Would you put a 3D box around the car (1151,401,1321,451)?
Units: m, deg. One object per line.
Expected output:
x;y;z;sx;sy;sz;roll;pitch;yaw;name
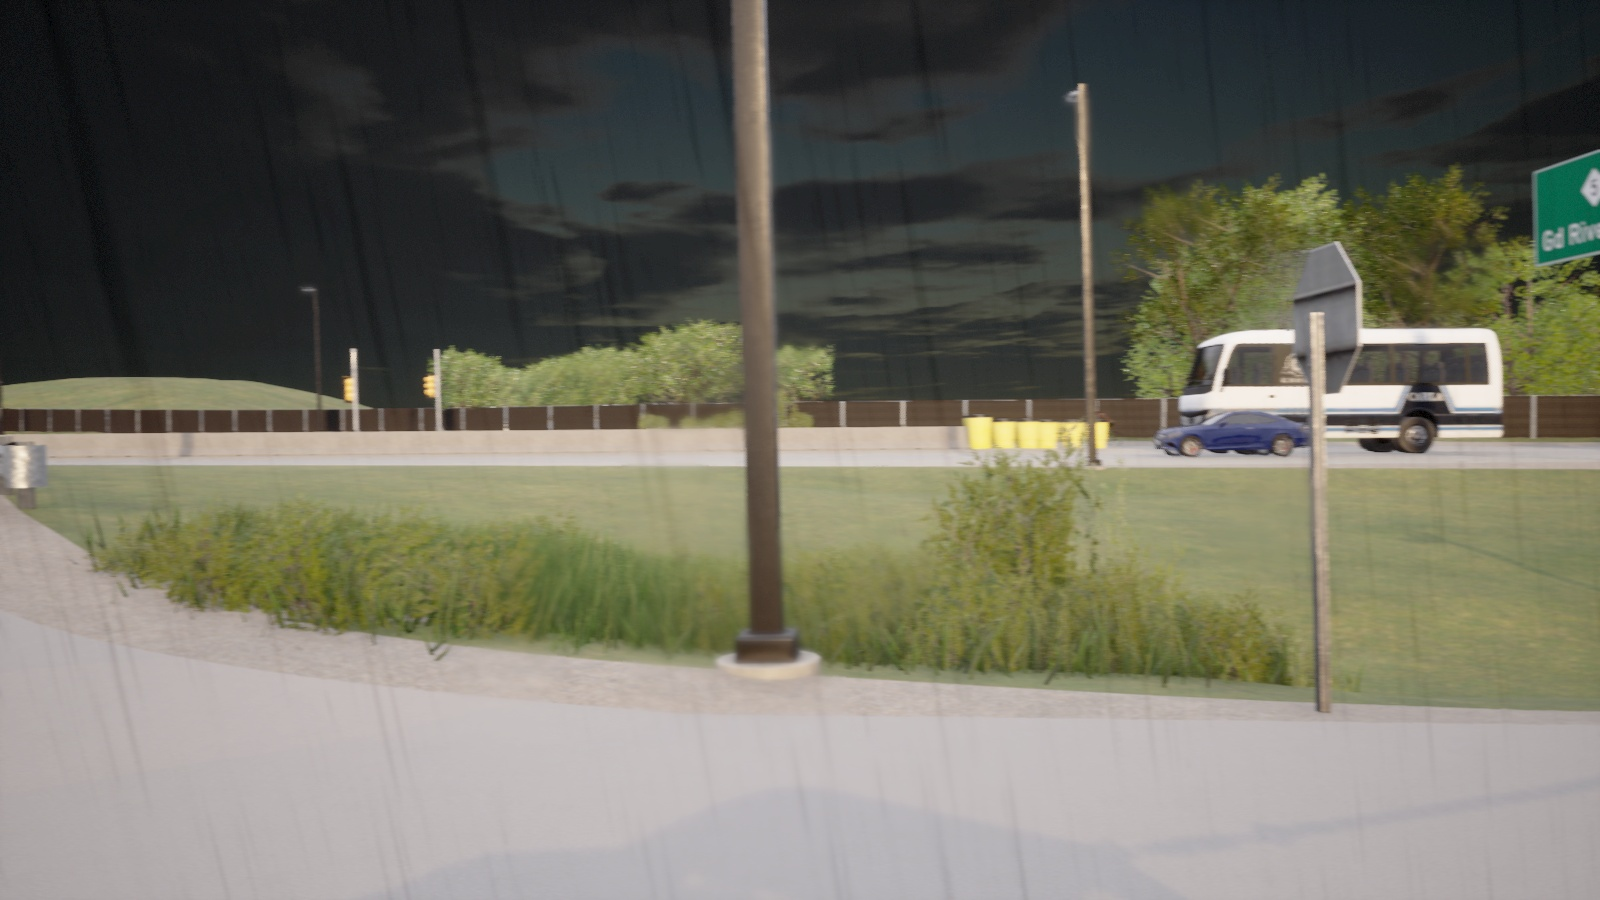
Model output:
13.600;-0.749;39.382;4.674;1.442;1.812;-1;1;-1;car

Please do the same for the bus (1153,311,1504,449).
17.805;-2.305;42.924;10.273;4.253;3.944;-1;1;-1;bus
